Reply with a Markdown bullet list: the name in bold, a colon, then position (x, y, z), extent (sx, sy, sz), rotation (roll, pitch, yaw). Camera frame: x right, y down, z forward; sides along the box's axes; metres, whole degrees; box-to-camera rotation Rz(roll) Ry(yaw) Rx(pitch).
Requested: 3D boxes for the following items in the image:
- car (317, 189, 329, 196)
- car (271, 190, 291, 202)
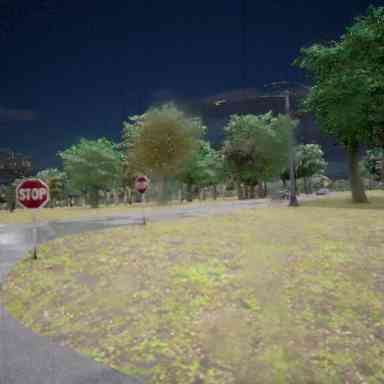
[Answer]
- **car**: position (27.832, 0.016, 70.997), extent (1.994, 1.385, 4.181), rotation (-4, -1, 28)
- **car**: position (11.962, 0.470, 43.821), extent (1.837, 1.490, 4.892), rotation (-4, -1, 34)
